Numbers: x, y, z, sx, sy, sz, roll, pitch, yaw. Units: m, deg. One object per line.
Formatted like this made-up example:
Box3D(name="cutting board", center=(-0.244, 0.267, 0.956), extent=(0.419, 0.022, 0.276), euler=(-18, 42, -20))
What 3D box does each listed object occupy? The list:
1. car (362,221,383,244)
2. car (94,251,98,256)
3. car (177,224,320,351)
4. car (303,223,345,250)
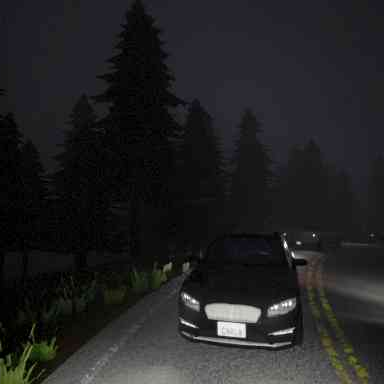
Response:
Box3D(name="car", center=(16.173, 3.266, 26.650), extent=(5.566, 2.045, 2.150), euler=(8, -8, -28))
Box3D(name="car", center=(-20.228, 13.651, 73.018), extent=(4.181, 1.381, 1.994), euler=(-2, -5, 31))
Box3D(name="car", center=(1.138, 1.562, 6.640), extent=(2.128, 1.511, 4.902), euler=(-1, -2, 15))
Box3D(name="car", center=(6.546, 2.313, 17.777), extent=(1.895, 1.301, 4.718), euler=(-3, -6, 39))
